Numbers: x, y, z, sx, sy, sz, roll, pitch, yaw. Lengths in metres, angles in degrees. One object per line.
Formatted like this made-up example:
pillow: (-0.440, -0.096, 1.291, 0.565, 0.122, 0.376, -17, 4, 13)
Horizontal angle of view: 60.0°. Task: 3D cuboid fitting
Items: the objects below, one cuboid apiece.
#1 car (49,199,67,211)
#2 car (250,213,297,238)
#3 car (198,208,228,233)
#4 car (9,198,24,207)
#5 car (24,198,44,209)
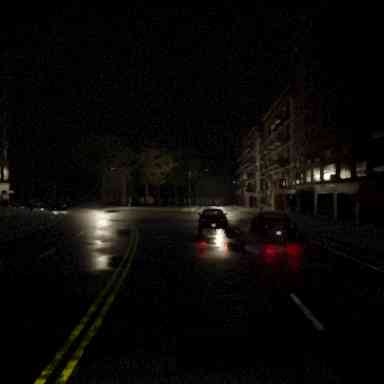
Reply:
car: (-23.438, 2.256, 58.056, 2.150, 2.045, 5.566, 0, -1, -33)
car: (4.516, 1.826, 19.112, 1.895, 1.301, 4.718, 0, -1, 3)
car: (1.375, 1.803, 21.892, 1.812, 1.442, 4.674, 0, -1, 2)
car: (-43.588, 2.995, 83.026, 1.837, 1.490, 4.892, 0, -1, -40)
car: (-33.396, 2.498, 70.911, 2.150, 2.045, 5.566, 0, -1, -40)
